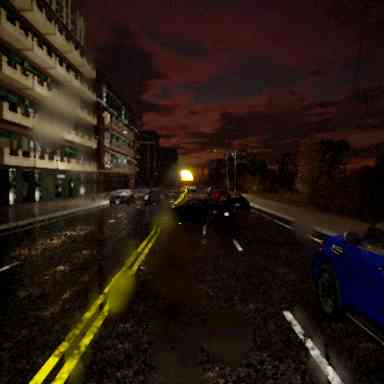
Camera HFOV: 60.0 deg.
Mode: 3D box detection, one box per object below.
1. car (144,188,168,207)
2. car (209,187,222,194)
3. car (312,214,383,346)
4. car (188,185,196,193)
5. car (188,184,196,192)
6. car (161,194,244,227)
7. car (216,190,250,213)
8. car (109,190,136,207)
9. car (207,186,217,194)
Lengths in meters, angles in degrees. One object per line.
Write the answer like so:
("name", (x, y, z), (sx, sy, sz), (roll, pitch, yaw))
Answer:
("car", (-3.348, 0.430, 31.912), (2.097, 1.767, 4.553), (0, 2, 0))
("car", (3.244, 0.468, 36.658), (1.812, 1.442, 4.674), (0, 2, 0))
("car", (3.250, 1.110, 3.691), (2.150, 2.045, 5.566), (0, 2, 0))
("car", (-0.011, -0.458, 71.734), (1.895, 1.301, 4.718), (0, 2, 0))
("car", (-0.013, -1.009, 82.742), (2.097, 1.767, 4.553), (0, 2, 0))
("car", (0.467, 1.035, 18.233), (1.994, 1.385, 4.181), (-1, 2, -39))
("car", (3.246, 0.821, 25.663), (1.994, 1.385, 4.181), (0, 2, 0))
("car", (-6.599, 0.568, 31.953), (2.128, 1.511, 4.902), (0, 2, 0))
("car", (3.243, -0.018, 47.619), (2.097, 1.767, 4.553), (0, 2, 0))
